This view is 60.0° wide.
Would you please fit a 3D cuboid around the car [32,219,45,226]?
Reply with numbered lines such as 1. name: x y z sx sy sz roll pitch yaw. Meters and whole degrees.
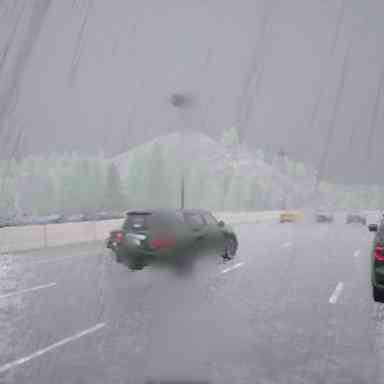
1. car: -11.209 2.559 28.308 1.812 1.442 4.674 -1 -3 30

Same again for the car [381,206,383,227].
1. car: 20.895 2.507 34.550 2.150 2.045 5.566 -1 -3 30

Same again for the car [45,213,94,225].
1. car: -8.474 2.417 26.049 1.882 1.535 5.008 -1 -3 30

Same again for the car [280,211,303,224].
1. car: 12.165 3.013 40.414 1.882 1.535 5.008 -1 -3 30

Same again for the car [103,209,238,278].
1. car: -0.270 1.610 11.871 2.150 2.045 5.566 -1 -2 30

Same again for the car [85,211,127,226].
1. car: -9.687 2.954 37.915 1.812 1.442 4.674 -1 -3 30

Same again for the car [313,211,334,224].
1. car: 15.680 3.023 39.527 1.812 1.442 4.674 -1 -3 30

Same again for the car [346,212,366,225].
1. car: 18.684 2.946 37.723 1.812 1.442 4.674 -1 -3 30

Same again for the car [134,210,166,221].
1. car: -6.324 3.521 50.649 2.033 1.411 5.357 -1 -3 31

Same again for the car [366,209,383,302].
1. car: 5.818 1.462 8.421 2.150 2.045 5.566 -1 -2 30
